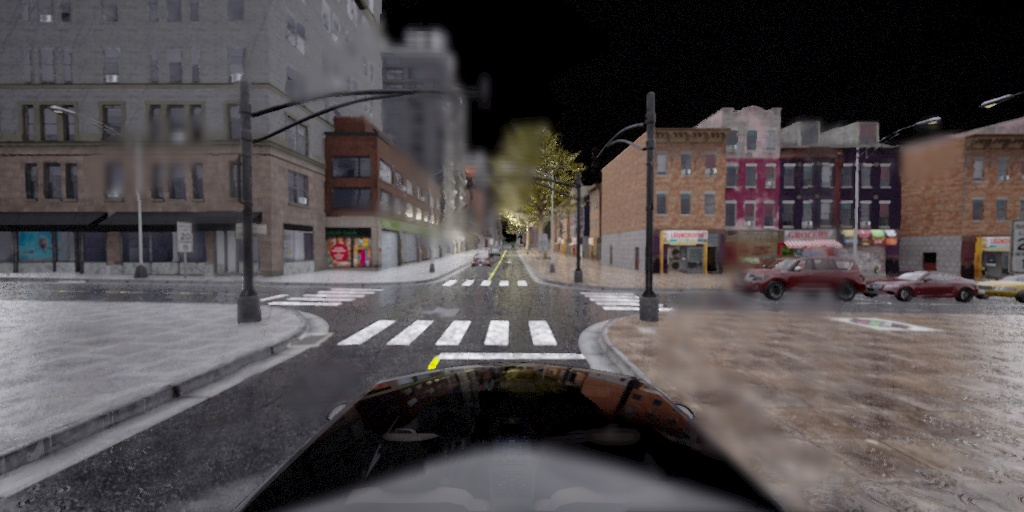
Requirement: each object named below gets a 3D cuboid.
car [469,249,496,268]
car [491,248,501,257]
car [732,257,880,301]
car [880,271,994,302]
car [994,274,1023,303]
[{"bbox_3d":[-2.828,0.408,34.440,1.812,1.442,4.674,0,3,0],"label":"car"},{"bbox_3d":[-2.899,-0.596,59.469,1.882,1.535,5.008,0,4,0],"label":"car"},{"bbox_3d":[12.666,0.951,15.961,5.009,1.841,2.192,0,0,0],"label":"car"},{"bbox_3d":[18.068,1.294,15.985,4.207,1.307,1.802,0,0,0],"label":"car"},{"bbox_3d":[23.300,1.314,16.008,4.829,1.417,1.751,0,0,0],"label":"car"}]
